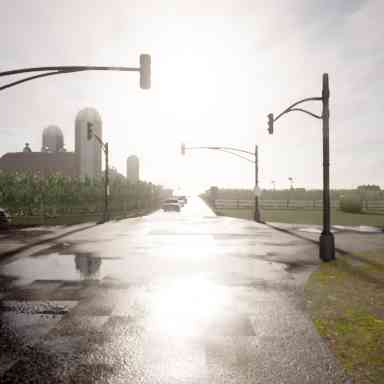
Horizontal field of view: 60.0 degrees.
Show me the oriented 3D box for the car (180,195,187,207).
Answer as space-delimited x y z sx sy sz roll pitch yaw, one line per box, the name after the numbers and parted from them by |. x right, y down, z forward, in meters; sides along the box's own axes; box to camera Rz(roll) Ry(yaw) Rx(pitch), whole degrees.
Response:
-2.178 1.585 53.716 1.812 1.442 4.674 0 0 1 | car

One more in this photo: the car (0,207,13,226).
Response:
-13.556 1.453 20.023 4.892 1.490 1.837 1 0 -9 | car

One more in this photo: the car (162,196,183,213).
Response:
-2.262 1.540 37.519 1.837 1.490 4.892 0 0 -1 | car
